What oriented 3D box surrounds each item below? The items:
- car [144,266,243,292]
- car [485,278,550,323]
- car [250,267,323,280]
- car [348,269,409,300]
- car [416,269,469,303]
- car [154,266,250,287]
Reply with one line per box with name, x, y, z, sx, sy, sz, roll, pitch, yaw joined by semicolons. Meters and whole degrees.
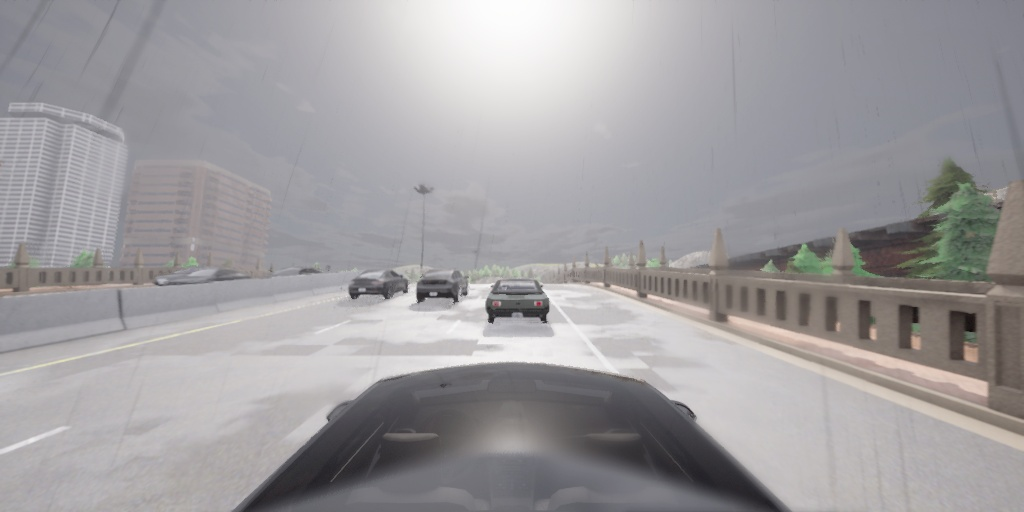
car;-20.866;1.446;23.864;2.128;1.511;4.902;0;-2;1
car;0.183;1.422;12.525;1.895;1.301;4.718;0;0;1
car;-13.883;1.434;22.919;1.837;1.490;4.892;0;-2;1
car;-6.764;1.390;18.532;1.812;1.442;4.674;0;0;1
car;-3.273;1.360;17.454;1.837;1.490;4.892;0;0;1
car;-17.414;1.417;20.855;1.812;1.442;4.674;0;-1;1
